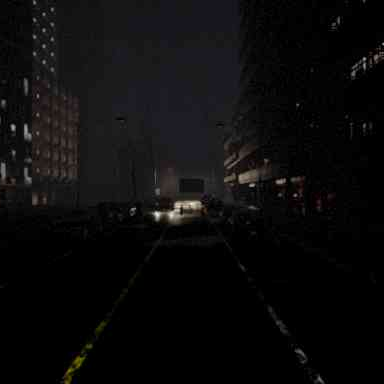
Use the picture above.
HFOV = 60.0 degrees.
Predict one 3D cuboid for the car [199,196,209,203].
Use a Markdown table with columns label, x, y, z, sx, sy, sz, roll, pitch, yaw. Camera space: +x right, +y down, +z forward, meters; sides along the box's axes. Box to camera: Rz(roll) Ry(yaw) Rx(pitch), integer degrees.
| label | x | y | z | sx | sy | sz | roll | pitch | yaw |
| --- | --- | --- | --- | --- | --- | --- | --- | --- | --- |
| car | 2.659 | 1.554 | 71.960 | 2.008 | 1.369 | 4.403 | 0 | 0 | 0 |

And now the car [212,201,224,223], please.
| label | x | y | z | sx | sy | sz | roll | pitch | yaw |
| --- | --- | --- | --- | --- | --- | --- | --- | --- | --- |
| car | 2.680 | 1.542 | 22.167 | 2.008 | 1.369 | 4.403 | 0 | 0 | 0 |

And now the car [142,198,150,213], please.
| label | x | y | z | sx | sy | sz | roll | pitch | yaw |
| --- | --- | --- | --- | --- | --- | --- | --- | --- | --- |
| car | -5.705 | 1.533 | 33.228 | 1.887 | 1.381 | 4.507 | 0 | 0 | 0 |

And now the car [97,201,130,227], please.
| label | x | y | z | sx | sy | sz | roll | pitch | yaw |
| --- | --- | --- | --- | --- | --- | --- | --- | --- | --- |
| car | -5.700 | 1.430 | 22.164 | 1.967 | 1.590 | 4.097 | 0 | 0 | 0 |

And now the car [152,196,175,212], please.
| label | x | y | z | sx | sy | sz | roll | pitch | yaw |
| --- | --- | --- | --- | --- | --- | --- | --- | --- | --- |
| car | -3.109 | 1.340 | 39.152 | 2.097 | 1.767 | 4.553 | 0 | 0 | 0 |

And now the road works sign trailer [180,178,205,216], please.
| label | x | y | z | sx | sy | sz | roll | pitch | yaw |
| --- | --- | --- | --- | --- | --- | --- | --- | --- | --- |
| road works sign trailer | -0.014 | 0.453 | 32.432 | 2.380 | 3.560 | 2.880 | 0 | 0 | 0 |

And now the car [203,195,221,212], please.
| label | x | y | z | sx | sy | sz | roll | pitch | yaw |
| --- | --- | --- | --- | --- | --- | --- | --- | --- | --- |
| car | 2.673 | 1.429 | 38.764 | 1.967 | 1.590 | 4.097 | 0 | 0 | 0 |

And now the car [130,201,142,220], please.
| label | x | y | z | sx | sy | sz | roll | pitch | yaw |
| --- | --- | --- | --- | --- | --- | --- | --- | --- | --- |
| car | -5.703 | 1.540 | 27.695 | 2.008 | 1.369 | 4.403 | 0 | 0 | 0 |

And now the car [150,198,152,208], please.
| label | x | y | z | sx | sy | sz | roll | pitch | yaw |
| --- | --- | --- | --- | --- | --- | --- | --- | --- | --- |
| car | -5.710 | 1.515 | 44.123 | 1.752 | 1.417 | 4.829 | 0 | 0 | 0 |

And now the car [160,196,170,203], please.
| label | x | y | z | sx | sy | sz | roll | pitch | yaw |
| --- | --- | --- | --- | --- | --- | --- | --- | --- | --- |
| car | -5.721 | 1.528 | 71.787 | 1.752 | 1.417 | 4.829 | 0 | 0 | 0 |

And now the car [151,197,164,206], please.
| label | x | y | z | sx | sy | sz | roll | pitch | yaw |
| --- | --- | --- | --- | --- | --- | --- | --- | --- | --- |
| car | -5.715 | 1.576 | 55.359 | 1.802 | 1.307 | 4.206 | 0 | 0 | 0 |

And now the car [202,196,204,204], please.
| label | x | y | z | sx | sy | sz | roll | pitch | yaw |
| --- | --- | --- | --- | --- | --- | --- | --- | --- | --- |
| car | 2.668 | 1.574 | 49.830 | 1.802 | 1.307 | 4.206 | 0 | 0 | 0 |

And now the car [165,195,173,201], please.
| label | x | y | z | sx | sy | sz | roll | pitch | yaw |
| --- | --- | --- | --- | --- | --- | --- | --- | --- | --- |
| car | -5.727 | 1.556 | 83.022 | 1.887 | 1.381 | 4.507 | 0 | 0 | 0 |

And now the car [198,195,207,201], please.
| label | x | y | z | sx | sy | sz | roll | pitch | yaw |
| --- | --- | --- | --- | --- | --- | --- | --- | --- | --- |
| car | 2.654 | 1.563 | 83.026 | 2.008 | 1.369 | 4.403 | 0 | 0 | 0 |

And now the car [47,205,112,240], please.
| label | x | y | z | sx | sy | sz | roll | pitch | yaw |
| --- | --- | --- | --- | --- | --- | --- | --- | --- | --- |
| car | -5.698 | 1.543 | 16.631 | 2.008 | 1.369 | 4.403 | 0 | 0 | 0 |

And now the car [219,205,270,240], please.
| label | x | y | z | sx | sy | sz | roll | pitch | yaw |
| --- | --- | --- | --- | --- | --- | --- | --- | --- | --- |
| car | 2.683 | 1.544 | 16.634 | 2.008 | 1.369 | 4.403 | 0 | 0 | 0 |
